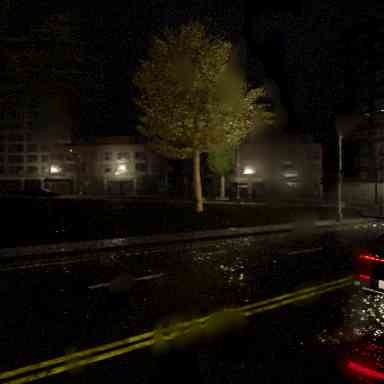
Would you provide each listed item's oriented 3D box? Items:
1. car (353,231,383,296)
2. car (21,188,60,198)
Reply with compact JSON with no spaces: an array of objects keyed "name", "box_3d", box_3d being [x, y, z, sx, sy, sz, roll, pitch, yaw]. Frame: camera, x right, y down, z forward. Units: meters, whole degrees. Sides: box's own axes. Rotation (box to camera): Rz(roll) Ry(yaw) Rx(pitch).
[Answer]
[{"name":"car","box_3d":[5.479,1.491,7.345,4.892,1.490,1.837,2,-1,-35]},{"name":"car","box_3d":[-21.902,0.077,48.061,5.357,1.411,2.033,1,0,11]}]
